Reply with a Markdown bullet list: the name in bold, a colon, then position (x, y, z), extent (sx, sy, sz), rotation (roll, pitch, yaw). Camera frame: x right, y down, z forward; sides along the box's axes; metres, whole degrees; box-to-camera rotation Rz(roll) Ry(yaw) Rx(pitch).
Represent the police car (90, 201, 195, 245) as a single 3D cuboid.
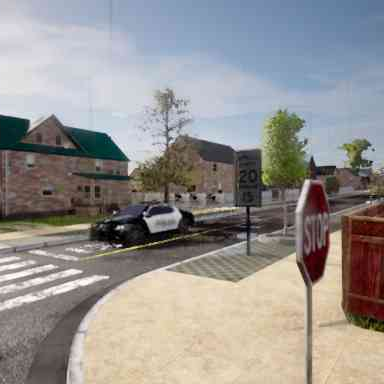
- **police car**: position (-2.011, 1.218, 14.288), extent (2.038, 1.542, 4.974), rotation (-1, 1, 36)
